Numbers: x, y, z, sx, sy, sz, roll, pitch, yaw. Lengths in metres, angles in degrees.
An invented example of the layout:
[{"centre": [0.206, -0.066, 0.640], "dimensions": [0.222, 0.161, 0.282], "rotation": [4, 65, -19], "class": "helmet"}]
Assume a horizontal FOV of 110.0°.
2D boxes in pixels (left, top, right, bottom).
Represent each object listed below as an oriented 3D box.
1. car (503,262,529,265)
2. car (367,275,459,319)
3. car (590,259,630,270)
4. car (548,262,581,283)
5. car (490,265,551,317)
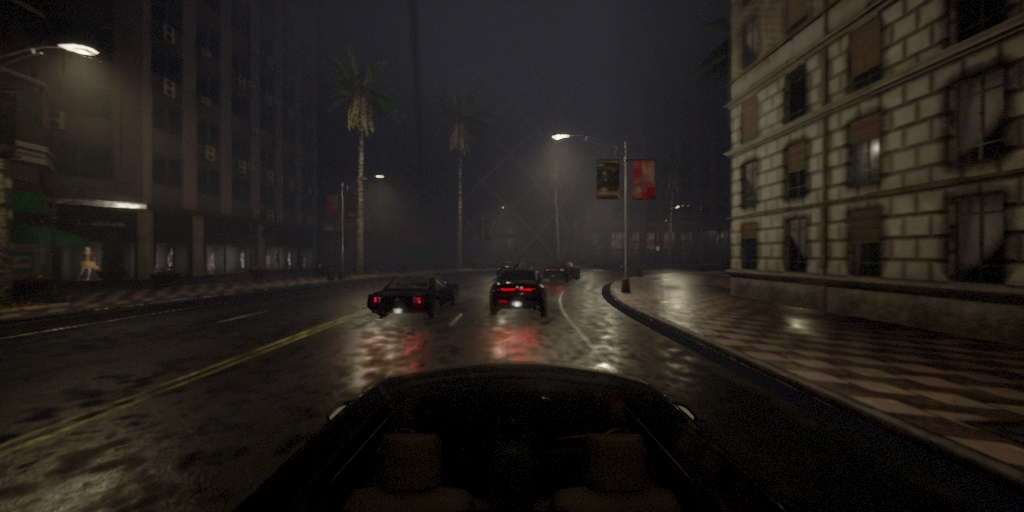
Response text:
[{"centre": [0.452, 1.170, 28.192], "dimensions": [2.128, 1.511, 4.902], "rotation": [0, 0, 23], "class": "car"}, {"centre": [-3.207, 1.321, 12.741], "dimensions": [1.895, 1.301, 4.718], "rotation": [0, 0, 3], "class": "car"}, {"centre": [13.745, 1.168, 49.231], "dimensions": [5.357, 1.411, 2.033], "rotation": [0, 0, -30], "class": "car"}, {"centre": [3.913, 1.172, 27.399], "dimensions": [2.128, 1.511, 4.902], "rotation": [0, 0, 24], "class": "car"}, {"centre": [0.311, 1.220, 13.036], "dimensions": [1.837, 1.490, 4.892], "rotation": [0, -1, 4], "class": "car"}]
